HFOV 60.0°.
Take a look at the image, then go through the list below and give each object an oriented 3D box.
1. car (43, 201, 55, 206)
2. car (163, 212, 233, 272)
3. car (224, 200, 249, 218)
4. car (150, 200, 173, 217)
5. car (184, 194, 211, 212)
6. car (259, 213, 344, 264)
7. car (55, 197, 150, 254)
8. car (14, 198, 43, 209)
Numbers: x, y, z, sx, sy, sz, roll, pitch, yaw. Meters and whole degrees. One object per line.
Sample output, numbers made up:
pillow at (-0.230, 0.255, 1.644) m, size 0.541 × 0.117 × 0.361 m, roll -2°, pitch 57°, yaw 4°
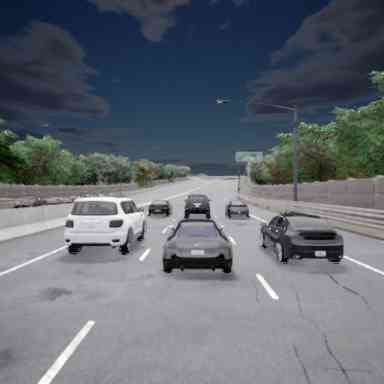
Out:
car at (-16.773, 1.589, 42.851) m, size 1.895 × 1.301 × 4.718 m, roll 0°, pitch 0°, yaw 2°
car at (0.169, 1.565, 10.810) m, size 1.994 × 1.385 × 4.181 m, roll 0°, pitch 0°, yaw 1°
car at (4.025, 1.498, 30.239) m, size 2.128 × 1.511 × 4.902 m, roll 0°, pitch 0°, yaw 1°
car at (-2.936, 1.478, 31.795) m, size 1.882 × 1.535 × 5.008 m, roll 0°, pitch 0°, yaw 2°
car at (0.501, 1.225, 29.491) m, size 2.150 × 2.045 × 5.566 m, roll 0°, pitch 0°, yaw 1°
car at (3.680, 1.508, 11.885) m, size 1.837 × 1.490 × 4.892 m, roll 0°, pitch 0°, yaw 1°
car at (-3.302, 1.222, 13.649) m, size 2.150 × 2.045 × 5.566 m, roll 0°, pitch 0°, yaw 1°
car at (-20.291, 1.532, 42.330) m, size 2.033 × 1.411 × 5.357 m, roll 0°, pitch 0°, yaw 2°
